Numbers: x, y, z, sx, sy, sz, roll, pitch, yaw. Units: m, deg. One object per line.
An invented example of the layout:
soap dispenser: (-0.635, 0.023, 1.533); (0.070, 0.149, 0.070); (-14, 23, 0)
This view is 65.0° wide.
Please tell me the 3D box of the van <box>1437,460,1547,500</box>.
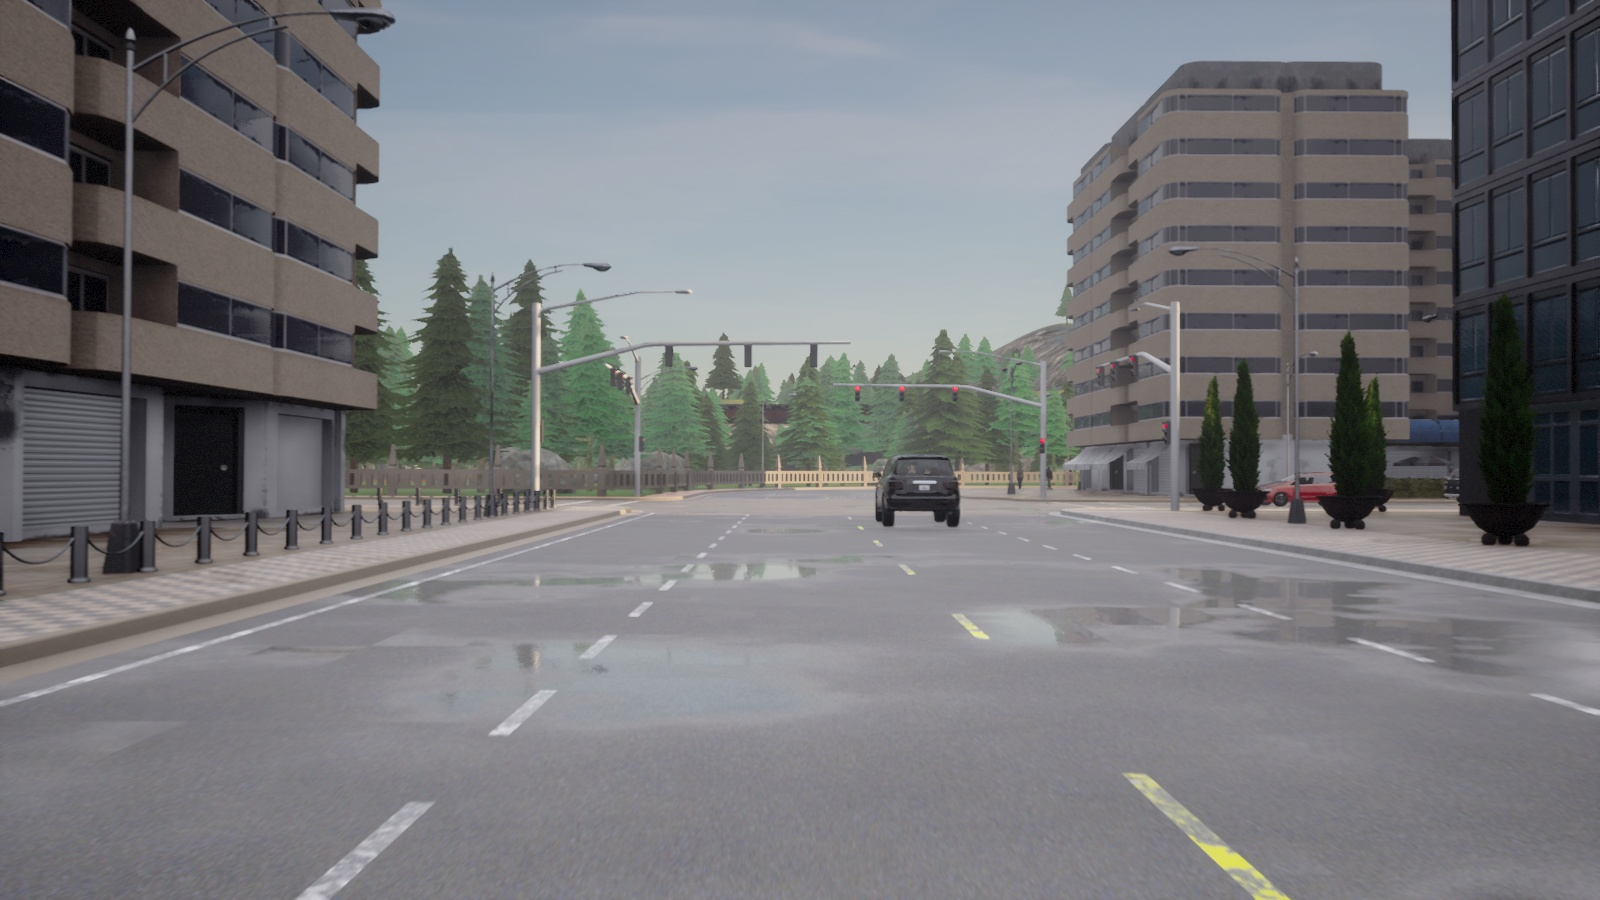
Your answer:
van: (35.676, 1.536, 64.807); (4.480, 2.038, 2.069); (0, -1, 0)

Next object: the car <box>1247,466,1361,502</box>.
car: (24.517, 1.642, 61.222); (4.611, 1.667, 2.242); (0, -1, 0)

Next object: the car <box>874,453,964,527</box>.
car: (3.432, 1.144, 37.253); (2.150, 2.045, 5.566); (0, -1, 0)
